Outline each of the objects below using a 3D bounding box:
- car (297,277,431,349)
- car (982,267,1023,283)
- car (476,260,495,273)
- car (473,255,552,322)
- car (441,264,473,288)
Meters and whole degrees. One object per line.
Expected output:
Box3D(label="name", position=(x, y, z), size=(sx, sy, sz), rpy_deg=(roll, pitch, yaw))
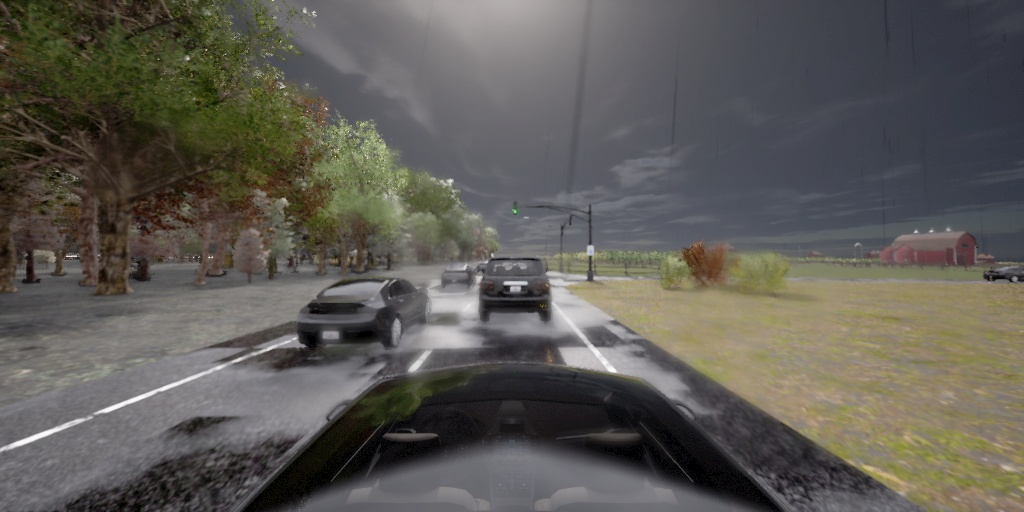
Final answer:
Box3D(label="car", position=(-3.399, 1.262, 9.152), size=(1.837, 1.490, 4.892), rpy_deg=(0, 0, 0))
Box3D(label="car", position=(48.519, 1.804, 34.503), size=(4.892, 1.490, 1.837), rpy_deg=(1, -1, 0))
Box3D(label="car", position=(-3.397, 1.282, 46.423), size=(2.128, 1.511, 4.902), rpy_deg=(0, 0, 0))
Box3D(label="car", position=(0.099, 0.983, 12.381), size=(2.150, 2.045, 5.566), rpy_deg=(0, 0, 0))
Box3D(label="car", position=(-3.399, 1.264, 23.565), size=(2.128, 1.511, 4.902), rpy_deg=(0, 0, 0))
